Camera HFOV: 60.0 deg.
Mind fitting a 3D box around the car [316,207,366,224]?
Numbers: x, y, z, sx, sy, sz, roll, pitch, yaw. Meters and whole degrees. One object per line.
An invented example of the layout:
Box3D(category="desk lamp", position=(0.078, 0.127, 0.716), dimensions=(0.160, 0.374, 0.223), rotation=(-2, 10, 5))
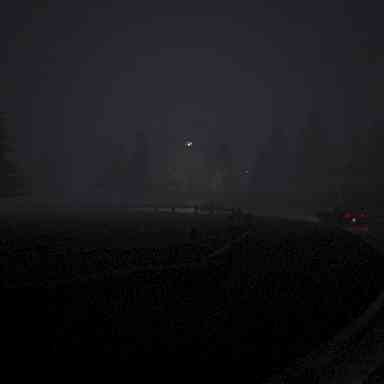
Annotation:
Box3D(category="car", position=(12.056, 1.858, 27.316), dimensions=(1.895, 1.301, 4.718), rotation=(0, -1, -5))

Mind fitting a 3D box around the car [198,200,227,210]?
Box3D(category="car", position=(3.257, 2.120, 52.933), dimensions=(4.892, 1.490, 1.837), rotation=(-1, -4, 37))
